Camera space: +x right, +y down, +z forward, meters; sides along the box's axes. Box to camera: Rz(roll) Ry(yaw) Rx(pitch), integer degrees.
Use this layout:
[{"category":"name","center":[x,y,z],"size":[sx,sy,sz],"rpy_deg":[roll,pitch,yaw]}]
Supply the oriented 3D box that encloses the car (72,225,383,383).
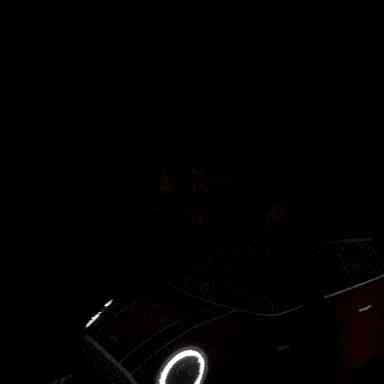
[{"category":"car","center":[0.933,1.383,4.247],"size":[4.553,1.767,2.097],"rpy_deg":[1,0,-37]}]
